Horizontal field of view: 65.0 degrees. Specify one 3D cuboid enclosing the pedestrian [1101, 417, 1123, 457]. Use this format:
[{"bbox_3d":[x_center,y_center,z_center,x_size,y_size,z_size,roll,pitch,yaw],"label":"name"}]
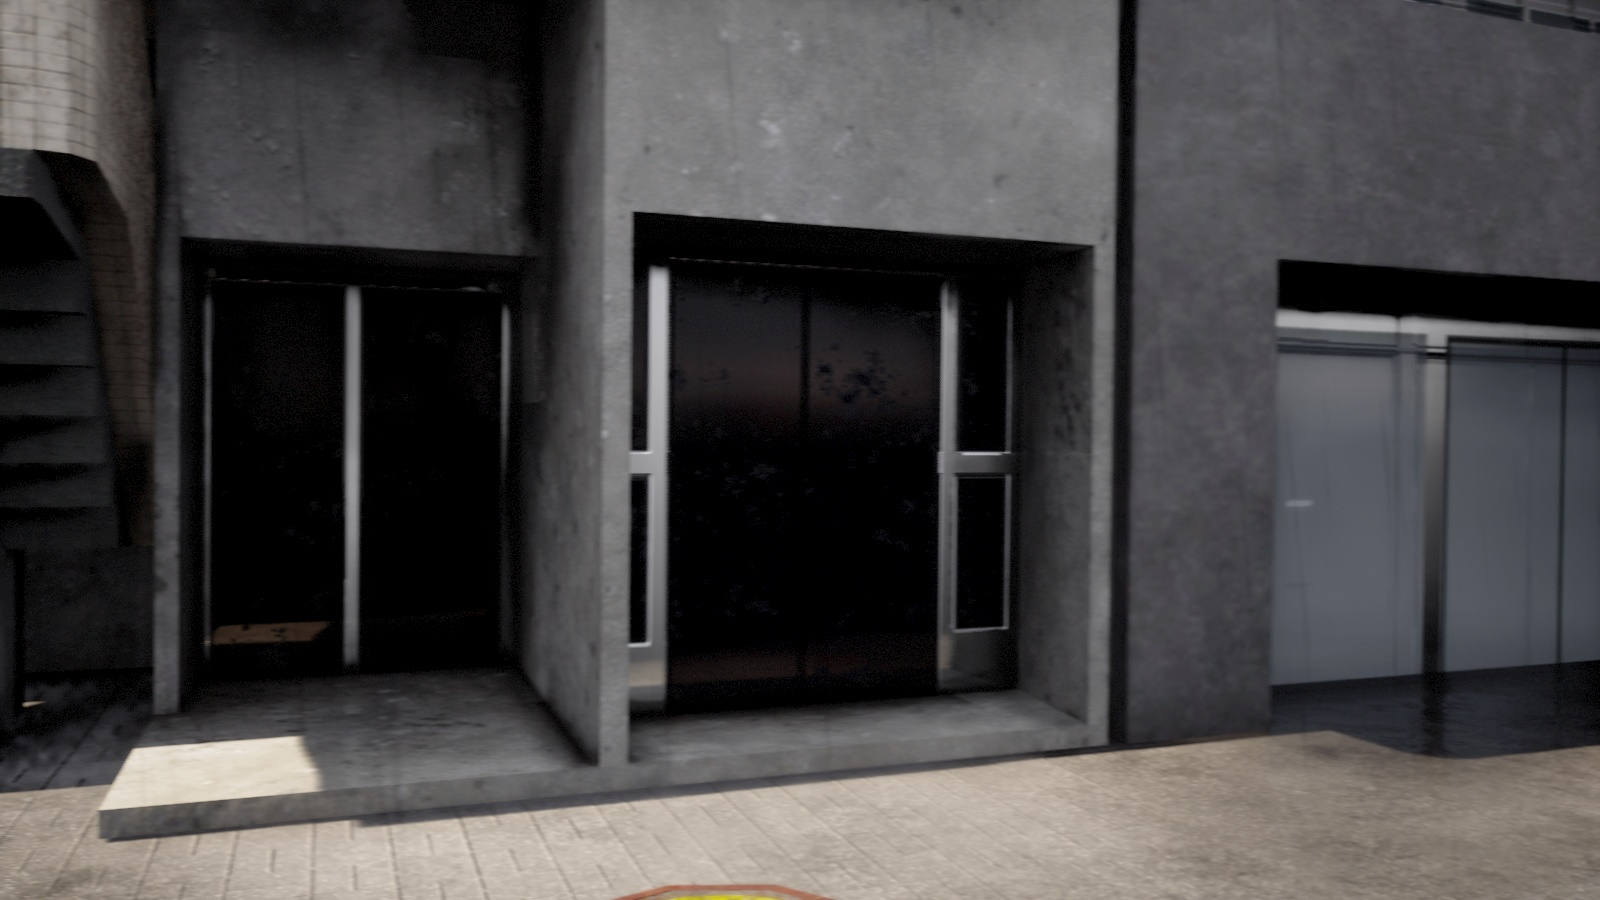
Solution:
[{"bbox_3d":[15.313,-0.662,61.710,0.659,1.952,0.873,-1,1,-22],"label":"pedestrian"}]
